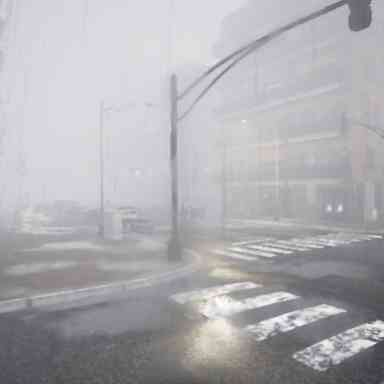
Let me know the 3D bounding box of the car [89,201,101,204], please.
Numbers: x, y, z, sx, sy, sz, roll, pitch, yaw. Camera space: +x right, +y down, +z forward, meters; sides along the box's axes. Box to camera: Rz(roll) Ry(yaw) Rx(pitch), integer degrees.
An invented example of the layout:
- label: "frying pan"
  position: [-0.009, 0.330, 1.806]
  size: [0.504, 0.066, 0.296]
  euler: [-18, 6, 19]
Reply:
- label: "car"
  position: [-13.389, 2.000, 49.927]
  size: [1.967, 1.590, 4.097]
  euler: [-1, 0, -35]

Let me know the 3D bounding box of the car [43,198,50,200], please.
- label: "car"
  position: [-32.830, 2.517, 77.517]
  size: [1.802, 1.307, 4.206]
  euler: [-1, 0, -35]

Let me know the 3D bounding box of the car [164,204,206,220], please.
- label: "car"
  position: [-0.423, 1.878, 31.535]
  size: [2.008, 1.369, 4.403]
  euler: [-1, 0, -35]

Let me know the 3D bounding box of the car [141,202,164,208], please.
- label: "car"
  position: [-3.664, 1.950, 36.133]
  size: [1.947, 1.339, 4.313]
  euler: [-1, 0, -35]

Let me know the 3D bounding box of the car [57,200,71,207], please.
- label: "car"
  position: [-26.349, 2.389, 68.321]
  size: [1.802, 1.307, 4.206]
  euler: [-1, 0, -35]

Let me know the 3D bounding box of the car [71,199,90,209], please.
- label: "car"
  position: [-19.870, 2.122, 59.124]
  size: [1.967, 1.590, 4.097]
  euler: [-1, 0, -35]

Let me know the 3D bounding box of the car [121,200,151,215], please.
- label: "car"
  position: [-6.907, 1.881, 40.730]
  size: [1.967, 1.590, 4.097]
  euler: [-1, 0, -35]

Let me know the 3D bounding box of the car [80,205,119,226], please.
- label: "car"
  position: [-7.266, 1.960, 26.755]
  size: [1.802, 1.307, 4.206]
  euler: [-1, 0, -35]

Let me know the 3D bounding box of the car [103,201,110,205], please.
- label: "car"
  position: [-10.146, 2.051, 45.329]
  size: [2.008, 1.369, 4.403]
  euler: [-1, 0, -35]

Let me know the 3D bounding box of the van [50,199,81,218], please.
- label: "van"
  position: [-13.754, 1.833, 35.952]
  size: [1.690, 1.788, 3.998]
  euler: [-1, 0, -35]

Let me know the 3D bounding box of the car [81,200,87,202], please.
- label: "car"
  position: [-16.726, 2.148, 54.665]
  size: [1.752, 1.417, 4.829]
  euler: [-1, 0, -35]

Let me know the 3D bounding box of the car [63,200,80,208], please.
- label: "car"
  position: [-23.108, 2.295, 63.722]
  size: [2.008, 1.369, 4.403]
  euler: [-1, 0, -35]

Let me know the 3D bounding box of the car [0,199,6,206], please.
- label: "car"
  position: [-42.919, 2.603, 77.341]
  size: [2.008, 1.369, 4.403]
  euler: [-1, 0, -35]

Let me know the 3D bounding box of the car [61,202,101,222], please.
- label: "car"
  position: [-10.508, 1.986, 31.353]
  size: [2.008, 1.369, 4.403]
  euler: [-1, 0, -35]

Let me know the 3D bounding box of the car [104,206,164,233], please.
- label: "car"
  position: [-4.026, 1.874, 22.156]
  size: [2.008, 1.369, 4.403]
  euler: [-1, 0, -35]

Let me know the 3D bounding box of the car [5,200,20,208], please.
- label: "car"
  position: [-36.437, 2.466, 68.144]
  size: [1.887, 1.381, 4.507]
  euler: [-1, 0, -35]

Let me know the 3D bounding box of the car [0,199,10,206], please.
- label: "car"
  position: [-46.163, 2.559, 81.940]
  size: [1.967, 1.590, 4.097]
  euler: [-1, 0, -35]

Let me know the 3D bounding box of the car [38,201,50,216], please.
- label: "car"
  position: [-16.991, 2.102, 40.551]
  size: [2.008, 1.369, 4.403]
  euler: [-1, 0, -35]

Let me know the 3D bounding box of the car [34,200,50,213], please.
- label: "car"
  position: [-20.232, 2.156, 45.150]
  size: [1.887, 1.381, 4.507]
  euler: [-1, 0, -35]

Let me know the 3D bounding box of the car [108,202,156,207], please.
- label: "car"
  position: [-5.266, 1.905, 28.543]
  size: [1.812, 1.442, 4.674]
  euler: [0, 0, -35]
